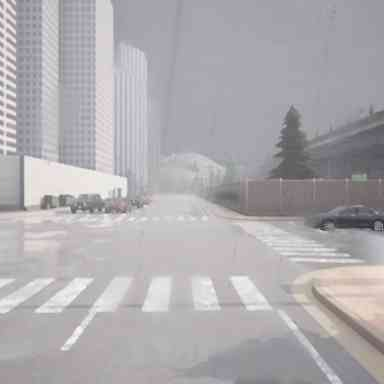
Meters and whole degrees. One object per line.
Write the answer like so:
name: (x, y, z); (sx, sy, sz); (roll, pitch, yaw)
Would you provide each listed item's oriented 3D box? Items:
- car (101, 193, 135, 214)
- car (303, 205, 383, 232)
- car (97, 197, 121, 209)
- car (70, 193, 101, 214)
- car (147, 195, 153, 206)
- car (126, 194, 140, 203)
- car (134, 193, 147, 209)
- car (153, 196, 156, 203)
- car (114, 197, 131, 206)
car: (-7.669, 1.307, 34.960); (2.097, 1.767, 4.553); (0, 0, -1)
car: (9.122, 1.537, 19.658); (4.892, 1.490, 1.837); (1, 0, -2)
car: (-11.351, 1.488, 45.989); (2.033, 1.411, 5.357); (0, 0, -1)
car: (-11.183, 1.175, 35.746); (2.150, 2.045, 5.566); (0, 0, -1)
car: (-7.967, 1.456, 54.298); (1.812, 1.442, 4.674); (0, 0, -1)
car: (-11.606, 1.268, 65.478); (2.097, 1.767, 4.553); (0, 0, -1)
car: (-7.833, 1.164, 44.535); (2.150, 2.045, 5.566); (0, 0, -1)
car: (-8.079, 1.395, 64.640); (1.882, 1.535, 5.008); (0, 0, -1)
car: (-11.473, 1.529, 55.561); (1.895, 1.301, 4.718); (0, 0, 0)
